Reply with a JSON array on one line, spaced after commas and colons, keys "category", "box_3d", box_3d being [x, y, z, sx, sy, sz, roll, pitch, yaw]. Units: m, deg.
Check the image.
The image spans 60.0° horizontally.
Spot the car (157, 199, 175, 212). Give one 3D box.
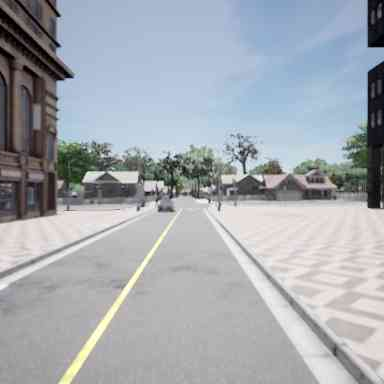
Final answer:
[{"category": "car", "box_3d": [-3.059, 1.624, 40.024, 1.837, 1.490, 4.892, 0, -1, 0]}]
